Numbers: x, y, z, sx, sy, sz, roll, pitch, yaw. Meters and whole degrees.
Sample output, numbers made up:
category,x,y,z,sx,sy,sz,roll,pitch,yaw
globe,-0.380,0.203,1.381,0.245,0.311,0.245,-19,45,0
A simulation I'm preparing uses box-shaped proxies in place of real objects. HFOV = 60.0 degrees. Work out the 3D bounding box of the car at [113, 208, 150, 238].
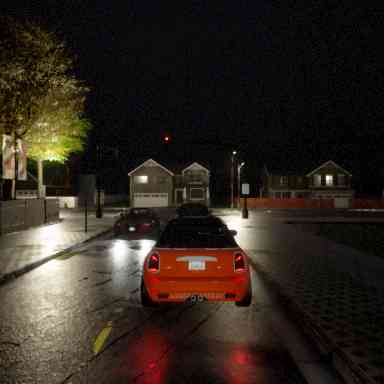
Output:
category,x,y,z,sx,sy,sz,roll,pitch,yaw
car,-2.816,1.567,17.664,1.994,1.385,4.181,0,0,0

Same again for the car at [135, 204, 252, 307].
category,x,y,z,sx,sy,sz,roll,pitch,yaw
car,0.083,1.353,8.150,2.097,1.767,4.553,0,0,0
